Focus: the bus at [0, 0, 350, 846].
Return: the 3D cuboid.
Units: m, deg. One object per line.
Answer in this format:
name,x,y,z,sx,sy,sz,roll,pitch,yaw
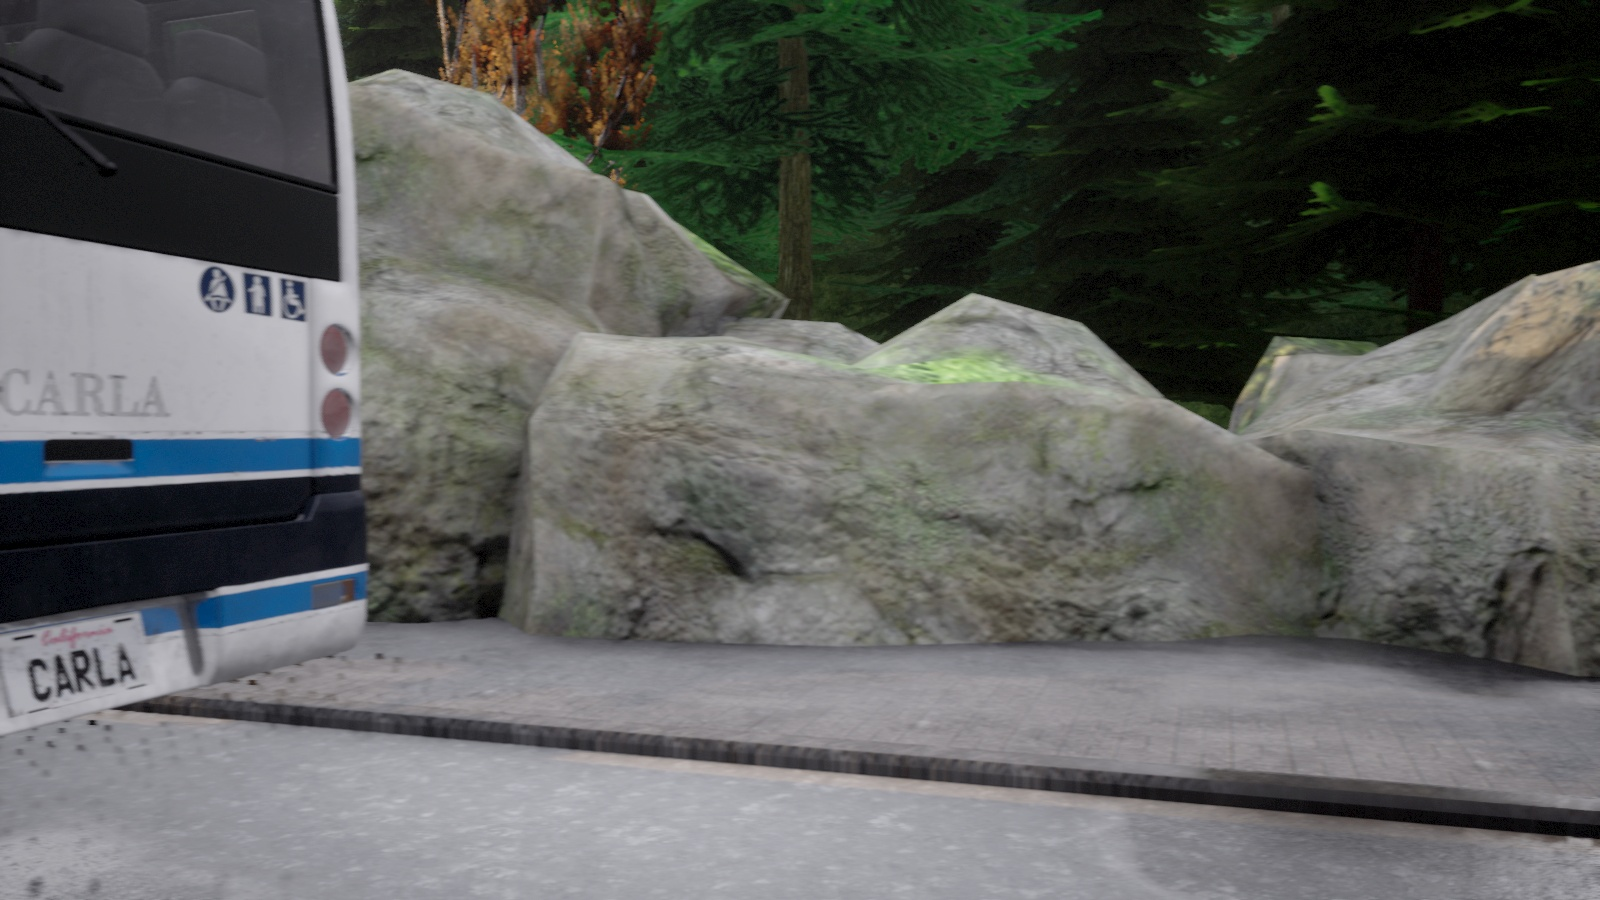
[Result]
bus,-7.859,-0.681,6.345,10.273,4.253,3.944,1,1,19
